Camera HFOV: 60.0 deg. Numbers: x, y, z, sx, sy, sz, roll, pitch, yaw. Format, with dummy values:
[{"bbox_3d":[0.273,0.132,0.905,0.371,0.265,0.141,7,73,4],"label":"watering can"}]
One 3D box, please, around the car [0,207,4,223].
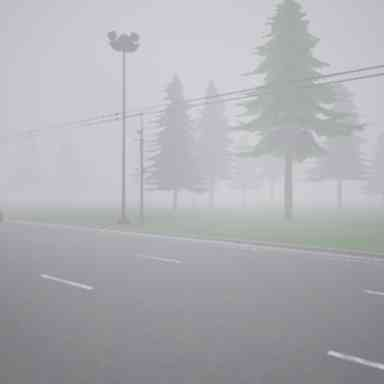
[{"bbox_3d":[-15.308,1.265,23.502,4.553,1.767,2.097,0,0,35],"label":"car"}]
